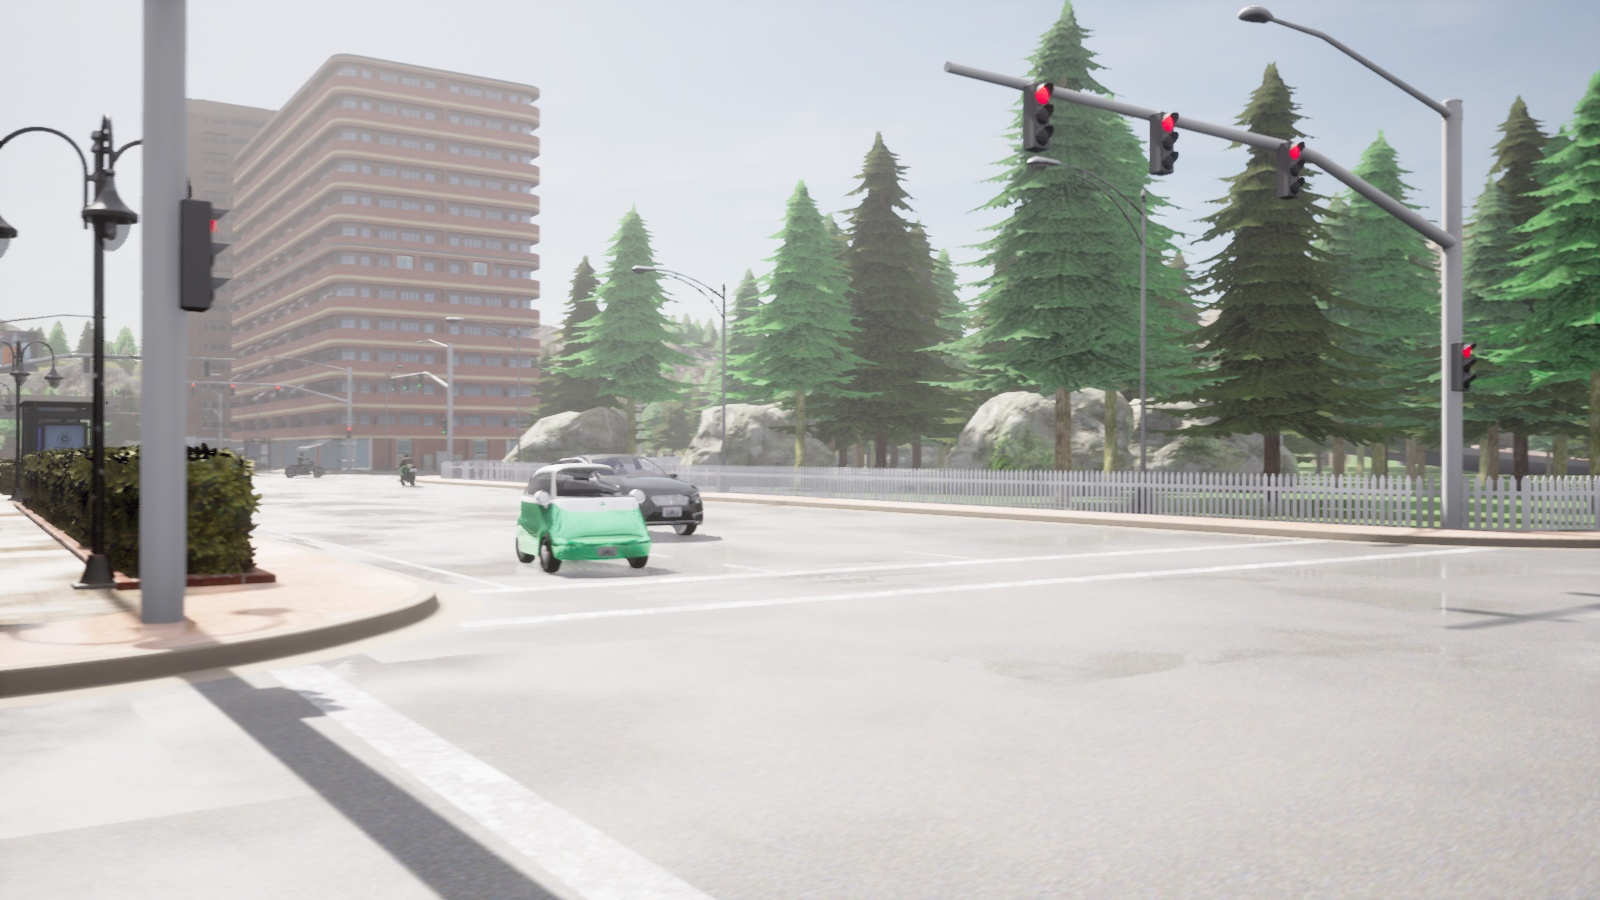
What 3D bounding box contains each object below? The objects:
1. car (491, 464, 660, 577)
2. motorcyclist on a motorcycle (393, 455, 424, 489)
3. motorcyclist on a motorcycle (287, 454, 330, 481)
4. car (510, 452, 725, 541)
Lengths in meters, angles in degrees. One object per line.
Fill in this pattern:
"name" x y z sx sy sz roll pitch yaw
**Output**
"car" -3.020 0.874 16.698 1.481 1.376 2.207 0 -1 -32
"motorcyclist on a motorcycle" -18.102 1.007 58.075 0.797 1.523 2.044 0 0 -34
"motorcyclist on a motorcycle" -30.039 1.062 76.755 2.350 1.649 0.766 0 0 -34
"car" -3.601 0.805 23.908 2.128 1.511 4.902 0 0 -34
